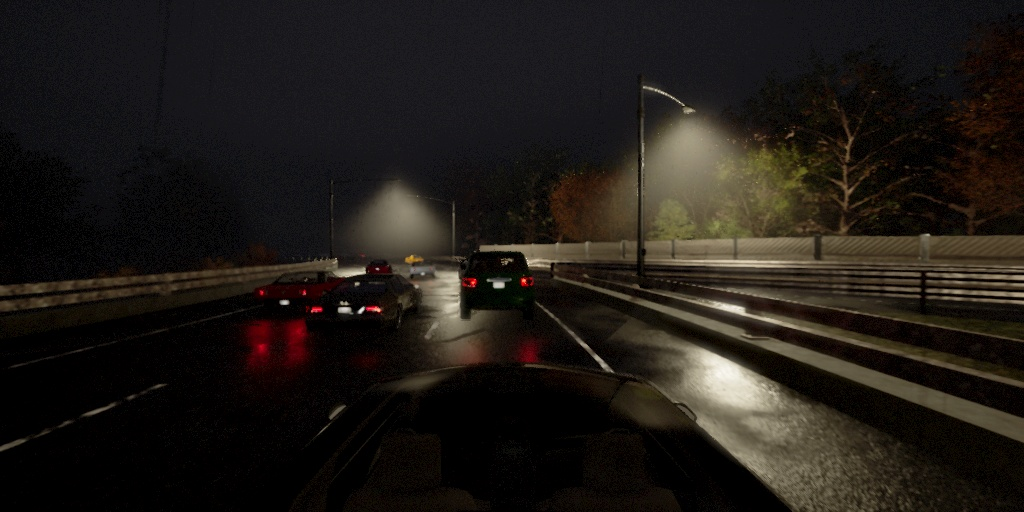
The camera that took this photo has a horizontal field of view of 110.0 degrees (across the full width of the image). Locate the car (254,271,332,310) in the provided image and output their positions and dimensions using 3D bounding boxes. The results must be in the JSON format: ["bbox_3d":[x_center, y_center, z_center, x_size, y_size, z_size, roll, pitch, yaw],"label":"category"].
[{"bbox_3d":[-7.809,1.228,14.100,1.895,1.301,4.718,0,1,-7],"label":"car"}]

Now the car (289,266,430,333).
[{"bbox_3d":[-3.899,1.207,10.384,2.033,1.411,5.357,0,1,-5],"label":"car"}]

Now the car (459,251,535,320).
[{"bbox_3d":[-0.578,0.849,12.208,2.150,2.045,5.566,0,1,-5],"label":"car"}]

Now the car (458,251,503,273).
[{"bbox_3d":[-3.297,0.551,36.448,2.150,2.045,5.566,-1,1,-34],"label":"car"}]

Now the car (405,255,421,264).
[{"bbox_3d":[-16.036,0.600,58.560,1.882,1.535,5.008,0,1,-30],"label":"car"}]

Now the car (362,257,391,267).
[{"bbox_3d":[-11.495,1.003,31.058,1.994,1.385,4.181,0,1,-16],"label":"car"}]

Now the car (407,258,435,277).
[{"bbox_3d":[-7.304,1.043,29.219,1.895,1.301,4.718,-1,1,-15],"label":"car"}]
